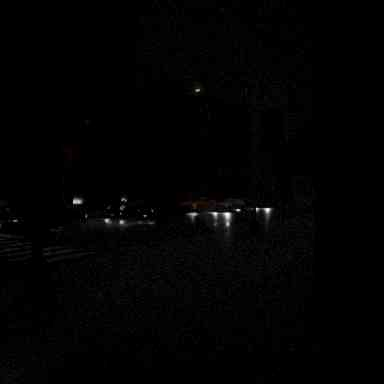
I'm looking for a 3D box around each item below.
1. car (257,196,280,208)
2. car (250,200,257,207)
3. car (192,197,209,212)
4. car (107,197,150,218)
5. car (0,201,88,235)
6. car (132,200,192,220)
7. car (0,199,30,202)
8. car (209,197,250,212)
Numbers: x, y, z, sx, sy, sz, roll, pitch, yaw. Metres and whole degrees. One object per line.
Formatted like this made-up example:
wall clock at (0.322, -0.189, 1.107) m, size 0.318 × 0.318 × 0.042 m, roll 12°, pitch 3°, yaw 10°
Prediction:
car at (10.377, 1.323, 45.119) m, size 1.837 × 1.490 × 4.892 m, roll 0°, pitch 0°, yaw 36°
car at (6.710, 1.396, 45.587) m, size 1.994 × 1.385 × 4.181 m, roll 0°, pitch 0°, yaw 35°
car at (0.900, 1.353, 37.424) m, size 1.882 × 1.535 × 5.008 m, roll 0°, pitch 0°, yaw 36°
car at (-5.174, 1.271, 28.854) m, size 2.097 × 1.767 × 4.553 m, roll 0°, pitch 0°, yaw 35°
car at (-8.293, 1.448, 18.824) m, size 2.128 × 1.511 × 4.902 m, roll 0°, pitch 0°, yaw 35°
car at (-2.318, 1.513, 27.263) m, size 1.895 × 1.301 × 4.718 m, roll 0°, pitch 0°, yaw 36°
car at (-11.330, 1.315, 20.309) m, size 2.097 × 1.767 × 4.553 m, roll 0°, pitch 0°, yaw 38°
car at (4.160, 1.390, 36.402) m, size 1.812 × 1.442 × 4.674 m, roll 0°, pitch 0°, yaw 35°
